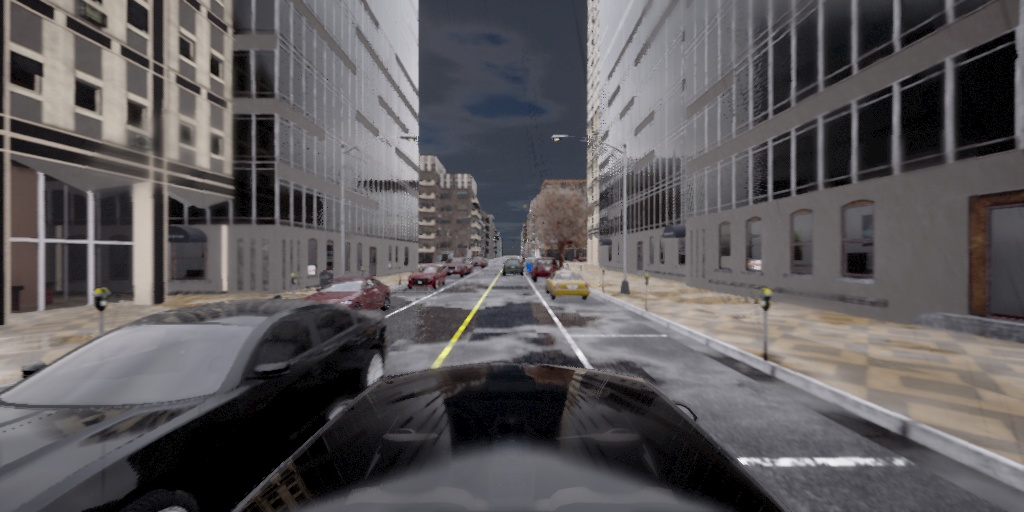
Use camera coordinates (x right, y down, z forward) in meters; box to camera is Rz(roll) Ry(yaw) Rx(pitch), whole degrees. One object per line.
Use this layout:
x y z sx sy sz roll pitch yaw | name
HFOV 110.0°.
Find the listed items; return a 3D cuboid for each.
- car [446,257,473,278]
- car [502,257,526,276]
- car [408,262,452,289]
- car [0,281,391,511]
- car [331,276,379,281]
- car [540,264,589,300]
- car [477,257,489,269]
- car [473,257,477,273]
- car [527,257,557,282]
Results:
-5.314 1.043 34.022 2.192 1.841 5.009 0 0 0 | car
0.102 1.079 36.974 2.097 1.767 4.553 0 0 0 | car
-5.314 1.282 22.928 1.888 1.381 4.507 0 0 0 | car
-2.826 1.226 3.495 1.882 1.535 5.008 0 0 0 | car
-5.315 1.326 11.833 1.802 1.307 4.207 0 0 0 | car
2.566 1.266 17.550 1.751 1.417 4.829 0 0 0 | car
-5.313 1.024 56.212 2.192 1.841 5.009 0 0 0 | car
-5.313 1.164 39.570 1.967 1.591 4.097 0 0 0 | car
2.571 1.048 28.473 2.192 1.841 5.009 0 0 0 | car
